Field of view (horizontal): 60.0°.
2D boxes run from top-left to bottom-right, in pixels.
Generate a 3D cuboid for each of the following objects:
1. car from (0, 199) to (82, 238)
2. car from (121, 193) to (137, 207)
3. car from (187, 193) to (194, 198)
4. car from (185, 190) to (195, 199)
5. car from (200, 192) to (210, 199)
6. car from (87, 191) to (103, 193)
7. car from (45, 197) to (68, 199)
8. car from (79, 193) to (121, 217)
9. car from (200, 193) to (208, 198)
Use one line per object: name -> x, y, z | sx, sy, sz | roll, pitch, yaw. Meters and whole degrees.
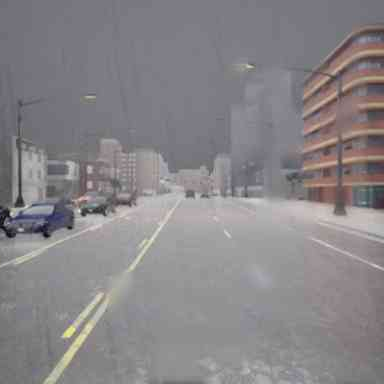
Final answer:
car -> -7.179, 1.280, 16.264 | 1.812, 1.442, 4.674 | 0, 1, 0
car -> -7.247, 0.805, 36.397 | 1.882, 1.535, 5.008 | 0, 1, 0
car -> -0.450, 0.893, 85.987 | 1.812, 1.442, 4.674 | 0, -1, 0
car -> -0.400, 0.499, 76.430 | 2.150, 2.045, 5.566 | 0, -1, 0
car -> 3.097, 0.819, 77.207 | 1.812, 1.442, 4.674 | 0, -1, 0
car -> -10.746, 0.687, 36.260 | 2.097, 1.767, 4.553 | 0, 1, 0
car -> -10.724, 1.099, 26.047 | 2.033, 1.411, 5.357 | 0, 1, 0
car -> -7.223, 1.053, 26.126 | 1.837, 1.490, 4.892 | 0, 1, 0
car -> 3.050, 0.964, 86.035 | 1.895, 1.301, 4.718 | 0, -1, 0
